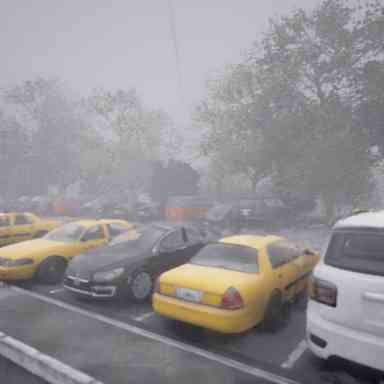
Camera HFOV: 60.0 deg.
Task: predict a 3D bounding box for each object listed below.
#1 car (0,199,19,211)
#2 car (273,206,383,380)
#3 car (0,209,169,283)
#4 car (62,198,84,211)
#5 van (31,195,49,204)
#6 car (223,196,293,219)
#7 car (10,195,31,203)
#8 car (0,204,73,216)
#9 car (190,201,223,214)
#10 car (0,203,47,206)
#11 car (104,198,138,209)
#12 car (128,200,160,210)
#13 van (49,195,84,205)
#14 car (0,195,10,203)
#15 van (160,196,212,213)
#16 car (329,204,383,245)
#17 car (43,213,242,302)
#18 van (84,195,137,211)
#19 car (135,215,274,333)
[{"bbox_3d":[-24.703,1.688,42.081,2.002,1.452,4.674,0,0,36],"label":"car"},{"bbox_3d":[3.605,1.316,5.438,2.435,2.045,5.566,0,0,36],"label":"car"},{"bbox_3d":[-3.265,1.538,10.154,1.946,1.575,5.366,0,0,36],"label":"car"},{"bbox_3d":[-8.901,1.540,30.629,2.097,1.535,5.008,0,0,36],"label":"car"},{"bbox_3d":[-13.459,1.345,33.783,1.878,1.987,4.442,0,0,36],"label":"van"},{"bbox_3d":[4.563,1.283,20.898,2.435,2.045,5.566,0,0,36],"label":"car"},{"bbox_3d":[-15.649,1.335,35.480,2.435,2.045,5.566,0,0,36],"label":"car"},{"bbox_3d":[-7.858,1.522,13.483,1.946,1.575,5.366,0,0,36],"label":"car"},{"bbox_3d":[2.287,1.555,22.478,2.163,1.488,4.792,0,0,36],"label":"car"},{"bbox_3d":[-9.788,1.519,15.341,1.946,1.575,5.366,0,0,36],"label":"car"},{"bbox_3d":[-4.403,1.548,27.398,2.163,1.488,4.792,0,0,36],"label":"car"},{"bbox_3d":[-2.266,1.545,25.849,2.163,1.488,4.792,0,0,36],"label":"car"},{"bbox_3d":[-11.079,1.330,32.346,1.878,1.987,4.442,0,0,36],"label":"van"},{"bbox_3d":[-17.892,1.350,37.106,2.435,2.045,5.566,0,0,36],"label":"car"},{"bbox_3d":[0.029,1.293,24.294,1.878,1.987,4.442,0,0,36],"label":"van"},{"bbox_3d":[8.922,1.549,17.474,1.946,1.575,5.366,0,0,36],"label":"car"},{"bbox_3d":[-0.905,1.551,8.680,2.231,1.521,4.892,0,0,36],"label":"car"},{"bbox_3d":[-6.712,1.302,28.903,1.878,1.987,4.442,0,0,36],"label":"van"},{"bbox_3d":[1.448,1.555,7.196,1.946,1.575,5.366,0,0,36],"label":"car"}]
